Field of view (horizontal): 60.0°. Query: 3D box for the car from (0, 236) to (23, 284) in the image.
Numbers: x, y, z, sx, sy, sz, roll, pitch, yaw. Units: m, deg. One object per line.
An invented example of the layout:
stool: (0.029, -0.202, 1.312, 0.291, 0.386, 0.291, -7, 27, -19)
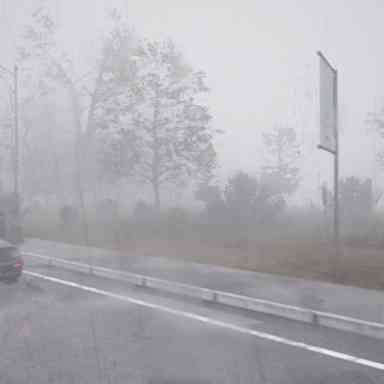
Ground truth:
car: (-6.026, 1.527, 8.294, 4.674, 1.442, 1.812, 0, 0, 36)
